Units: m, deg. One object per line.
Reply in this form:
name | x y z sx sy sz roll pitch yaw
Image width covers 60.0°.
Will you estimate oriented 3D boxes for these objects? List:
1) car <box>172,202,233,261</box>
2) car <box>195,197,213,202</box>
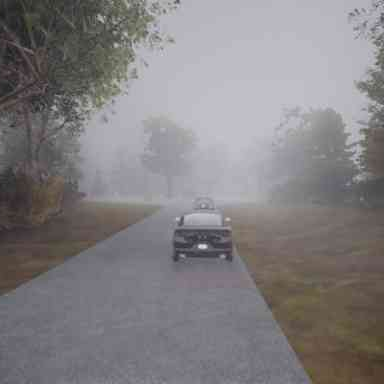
car | 0.378 1.371 11.961 1.882 1.535 5.008 0 1 2
car | 1.010 1.148 28.718 2.033 1.411 5.357 0 1 2
